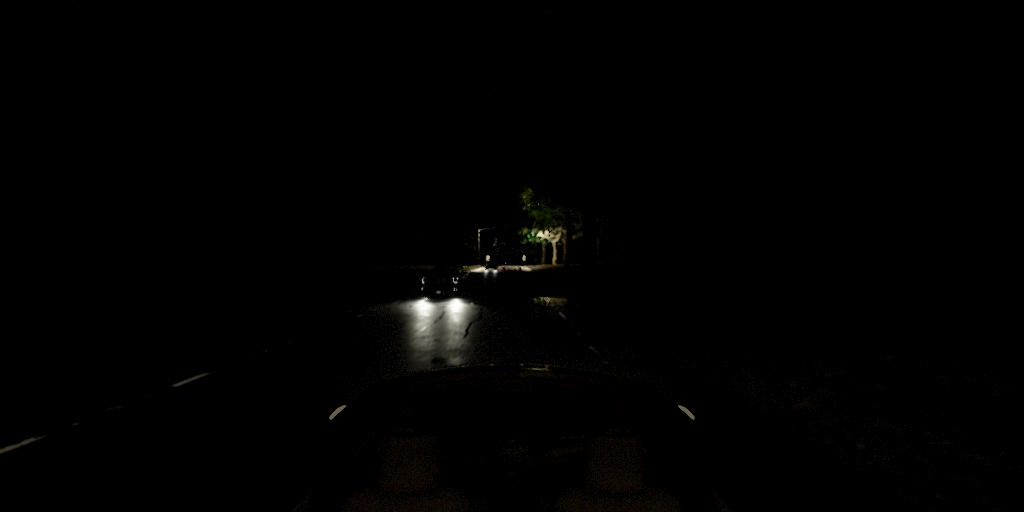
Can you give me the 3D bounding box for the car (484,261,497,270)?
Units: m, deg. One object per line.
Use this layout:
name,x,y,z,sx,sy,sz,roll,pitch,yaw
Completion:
car,-3.521,1.605,60.340,1.837,1.490,4.892,0,0,1

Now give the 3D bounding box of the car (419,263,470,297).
car,-3.593,1.206,19.765,2.097,1.767,4.553,0,0,0

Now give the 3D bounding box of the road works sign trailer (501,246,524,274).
road works sign trailer,0.015,0.471,45.844,2.380,3.560,2.880,0,0,-1
